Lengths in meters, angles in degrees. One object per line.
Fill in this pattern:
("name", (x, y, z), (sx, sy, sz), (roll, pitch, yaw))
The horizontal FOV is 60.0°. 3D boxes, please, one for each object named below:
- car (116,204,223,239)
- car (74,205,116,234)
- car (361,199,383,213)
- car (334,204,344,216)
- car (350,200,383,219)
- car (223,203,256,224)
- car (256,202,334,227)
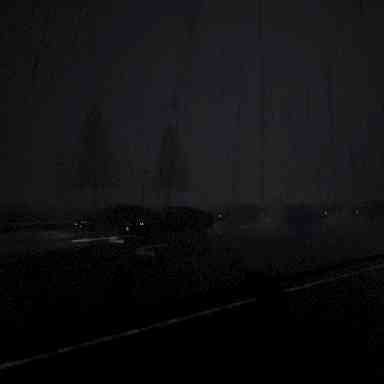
("car", (-1.092, 1.490, 17.315), (4.902, 1.511, 2.128), (0, 0, -35))
("car", (-4.285, 1.504, 19.341), (4.892, 1.490, 1.837), (0, 0, -35))
("car", (21.033, 1.559, 37.235), (4.181, 1.385, 1.994), (0, 0, -35))
("car", (11.970, 1.598, 30.888), (4.718, 1.301, 1.895), (0, 0, -35))
("car", (15.922, 1.488, 29.402), (4.902, 1.511, 2.128), (0, 0, -35))
("car", (3.653, 1.545, 24.987), (5.357, 1.411, 2.033), (0, 0, -35))
("car", (7.255, 1.545, 23.256), (5.357, 1.411, 2.033), (0, 0, -35))
